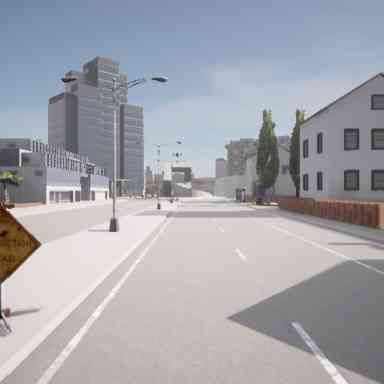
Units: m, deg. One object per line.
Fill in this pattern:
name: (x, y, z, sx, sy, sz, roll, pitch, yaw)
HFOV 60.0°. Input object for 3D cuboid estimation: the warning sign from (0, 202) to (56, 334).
warning sign: (-3.050, 1.112, 5.325, 1.300, 1.860, 1.060, 0, 0, 0)
